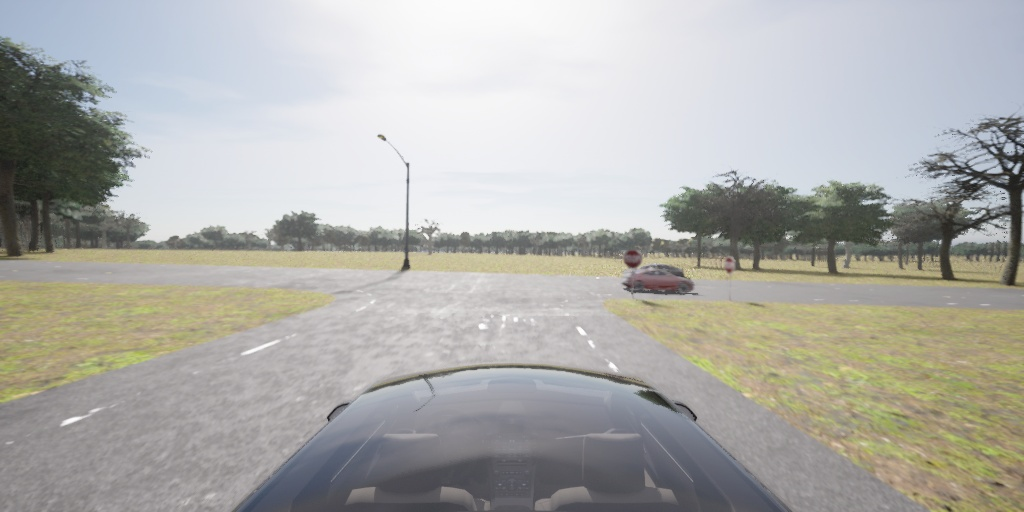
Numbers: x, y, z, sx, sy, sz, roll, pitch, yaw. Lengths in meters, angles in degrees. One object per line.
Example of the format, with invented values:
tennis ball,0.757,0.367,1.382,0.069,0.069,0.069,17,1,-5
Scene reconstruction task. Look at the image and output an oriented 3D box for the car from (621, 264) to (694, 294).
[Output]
car,8.983,1.495,22.309,4.181,1.385,1.994,3,2,0
